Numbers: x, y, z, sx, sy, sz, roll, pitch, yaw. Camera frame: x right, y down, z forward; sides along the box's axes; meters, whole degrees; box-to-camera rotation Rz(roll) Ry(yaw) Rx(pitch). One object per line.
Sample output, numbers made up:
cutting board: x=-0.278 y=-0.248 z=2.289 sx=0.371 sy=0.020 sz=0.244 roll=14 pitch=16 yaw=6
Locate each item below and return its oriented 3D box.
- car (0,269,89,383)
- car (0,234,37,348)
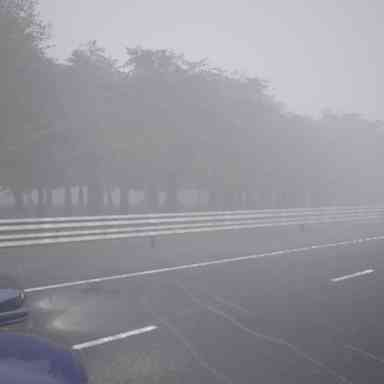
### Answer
car: x=-2.895 y=1.515 z=1.680 sx=4.674 sy=1.442 sz=1.812 roll=0 pitch=0 yaw=-35
car: x=-5.148 y=1.535 z=4.372 sx=5.357 sy=1.411 sz=2.033 roll=0 pitch=0 yaw=-36
